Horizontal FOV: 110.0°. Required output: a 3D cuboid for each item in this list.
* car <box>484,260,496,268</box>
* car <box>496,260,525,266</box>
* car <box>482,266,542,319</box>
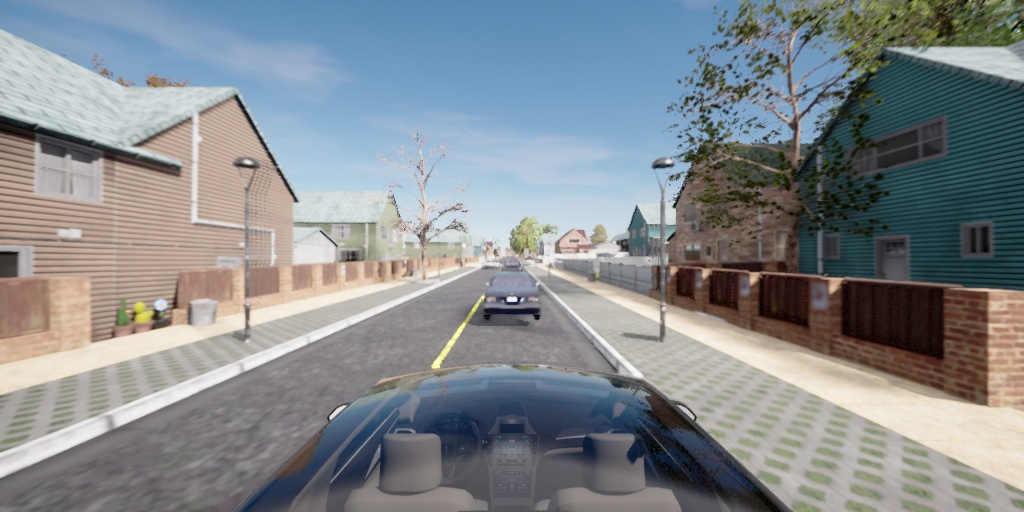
[{"bbox_3d":[-2.794,1.154,49.155,1.895,1.301,4.718,0,0,1],"label":"car"},{"bbox_3d":[0.043,1.129,29.742,2.128,1.511,4.902,0,0,1],"label":"car"},{"bbox_3d":[0.020,1.256,12.563,2.033,1.411,5.357,0,0,0],"label":"car"}]
